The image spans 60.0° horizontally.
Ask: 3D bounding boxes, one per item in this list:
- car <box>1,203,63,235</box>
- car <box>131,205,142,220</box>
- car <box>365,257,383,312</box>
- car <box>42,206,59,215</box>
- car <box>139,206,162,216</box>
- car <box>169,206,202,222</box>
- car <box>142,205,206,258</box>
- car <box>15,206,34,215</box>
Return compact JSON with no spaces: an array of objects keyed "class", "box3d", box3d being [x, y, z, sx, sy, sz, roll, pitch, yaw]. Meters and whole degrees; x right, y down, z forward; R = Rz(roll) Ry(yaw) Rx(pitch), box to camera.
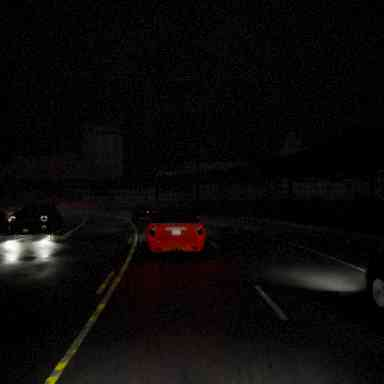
[{"class":"car","box3d":[-8.929,1.433,19.246,2.097,1.767,4.553,0,-1,-11]},{"class":"car","box3d":[-4.803,1.982,32.818,2.033,1.411,5.357,0,-2,-18]},{"class":"car","box3d":[4.486,1.510,4.836,1.837,1.490,4.892,0,0,-2]},{"class":"car","box3d":[-24.468,3.119,57.336,1.812,1.442,4.674,1,-3,-35]},{"class":"car","box3d":[-5.691,2.521,45.129,1.895,1.301,4.718,1,-2,-23]},{"class":"car","box3d":[-0.698,1.965,31.017,1.895,1.301,4.718,0,-2,-15]},{"class":"car","box3d":[-0.745,1.371,13.110,2.097,1.767,4.553,0,0,-6]},{"class":"car","box3d":[-29.007,3.144,57.521,1.882,1.535,5.008,1,-3,-38]}]
